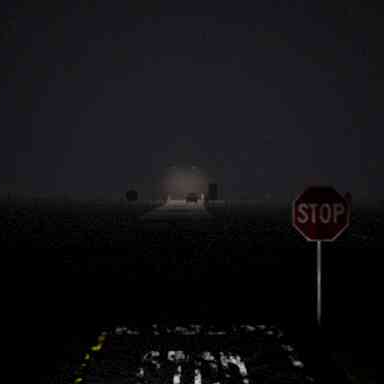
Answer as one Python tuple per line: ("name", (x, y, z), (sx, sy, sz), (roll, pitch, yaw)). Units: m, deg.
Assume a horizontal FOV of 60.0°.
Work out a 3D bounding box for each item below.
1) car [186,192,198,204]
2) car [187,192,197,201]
("car", (-0.019, 1.197, 61.244), (2.097, 1.767, 4.553), (0, 0, 0))
("car", (-0.023, 0.927, 71.309), (2.150, 2.045, 5.566), (0, 0, 0))
